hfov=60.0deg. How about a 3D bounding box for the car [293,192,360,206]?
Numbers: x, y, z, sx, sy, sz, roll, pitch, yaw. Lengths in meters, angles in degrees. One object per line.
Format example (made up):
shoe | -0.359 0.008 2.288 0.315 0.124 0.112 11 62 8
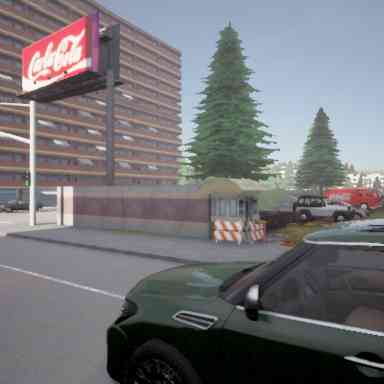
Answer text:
car | 8.767 1.149 22.286 3.866 1.878 1.905 0 0 35

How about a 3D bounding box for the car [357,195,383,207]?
car | 26.174 1.285 48.098 3.988 1.617 1.851 0 0 35

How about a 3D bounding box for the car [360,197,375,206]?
car | 10.705 1.338 24.346 4.193 1.474 1.816 0 0 35

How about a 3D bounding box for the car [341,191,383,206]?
car | 23.053 1.117 44.819 4.605 1.855 1.932 0 0 35

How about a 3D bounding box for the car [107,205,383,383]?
car | 1.749 1.218 2.746 5.566 2.045 2.150 -1 0 35

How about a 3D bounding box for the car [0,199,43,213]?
car | -18.825 1.488 36.298 2.128 1.511 4.902 0 0 35
